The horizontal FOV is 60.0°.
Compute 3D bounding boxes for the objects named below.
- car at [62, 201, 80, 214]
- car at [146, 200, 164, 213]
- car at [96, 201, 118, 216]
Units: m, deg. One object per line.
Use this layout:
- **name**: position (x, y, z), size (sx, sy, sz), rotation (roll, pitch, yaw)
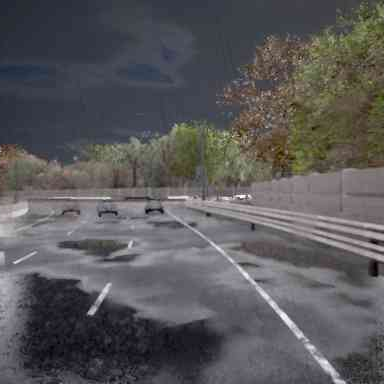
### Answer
- **car**: position (-13.384, 1.667, 36.778), size (2.033, 1.411, 5.357), rotation (-1, 0, -21)
- **car**: position (-4.208, 1.570, 37.620), size (1.994, 1.385, 4.181), rotation (-1, 0, -5)
- **car**: position (-8.691, 1.613, 33.850), size (2.033, 1.411, 5.357), rotation (-1, 0, -19)
